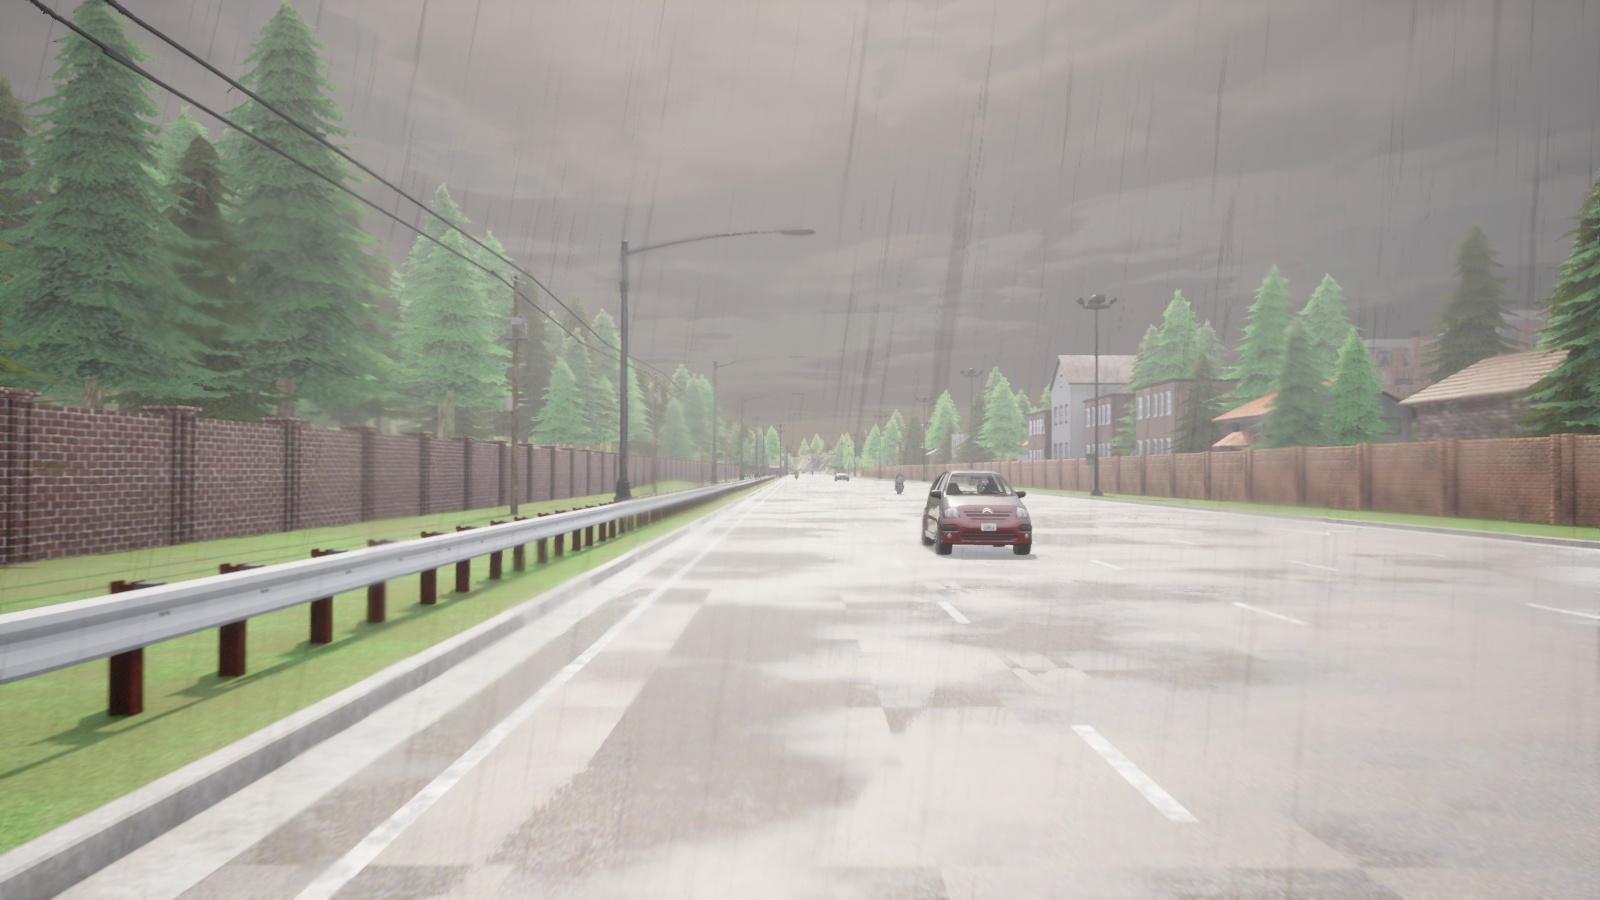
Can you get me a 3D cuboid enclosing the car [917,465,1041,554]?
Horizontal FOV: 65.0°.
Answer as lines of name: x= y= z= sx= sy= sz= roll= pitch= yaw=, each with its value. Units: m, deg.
car: x=3.438 y=1.114 z=24.773 sx=1.851 sy=1.617 sz=3.988 roll=0 pitch=-1 yaw=0
